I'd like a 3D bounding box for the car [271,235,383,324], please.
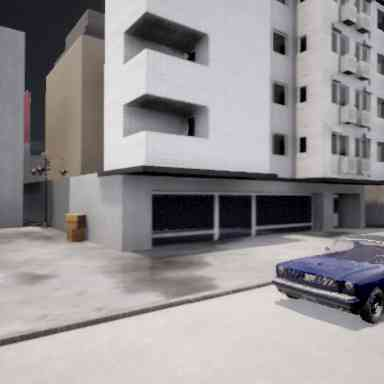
[{"bbox_3d":[3.977,1.700,7.483,4.718,1.301,1.895,1,-1,-36],"label":"car"}]
